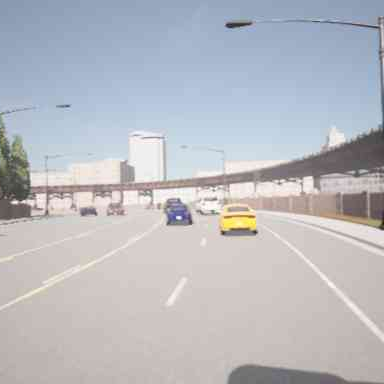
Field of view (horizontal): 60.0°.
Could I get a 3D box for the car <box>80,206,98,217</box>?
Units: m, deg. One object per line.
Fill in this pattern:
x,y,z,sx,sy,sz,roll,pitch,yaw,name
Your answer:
-13.632,2.555,44.300,1.994,1.385,4.181,-1,-3,-12,car

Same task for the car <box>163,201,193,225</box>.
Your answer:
-0.915,1.621,25.103,1.812,1.442,4.674,-2,-1,0,car

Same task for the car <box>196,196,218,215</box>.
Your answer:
1.760,1.523,38.222,2.150,2.045,5.566,-1,-2,-7,car

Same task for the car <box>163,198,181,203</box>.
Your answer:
-2.468,1.803,42.840,2.150,2.045,5.566,-1,-2,-10,car

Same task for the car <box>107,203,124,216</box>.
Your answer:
-9.771,2.153,42.693,2.097,1.767,4.553,-1,-2,-11,car

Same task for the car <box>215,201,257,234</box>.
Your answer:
2.491,1.423,18.853,1.882,1.535,5.008,-2,0,3,car
